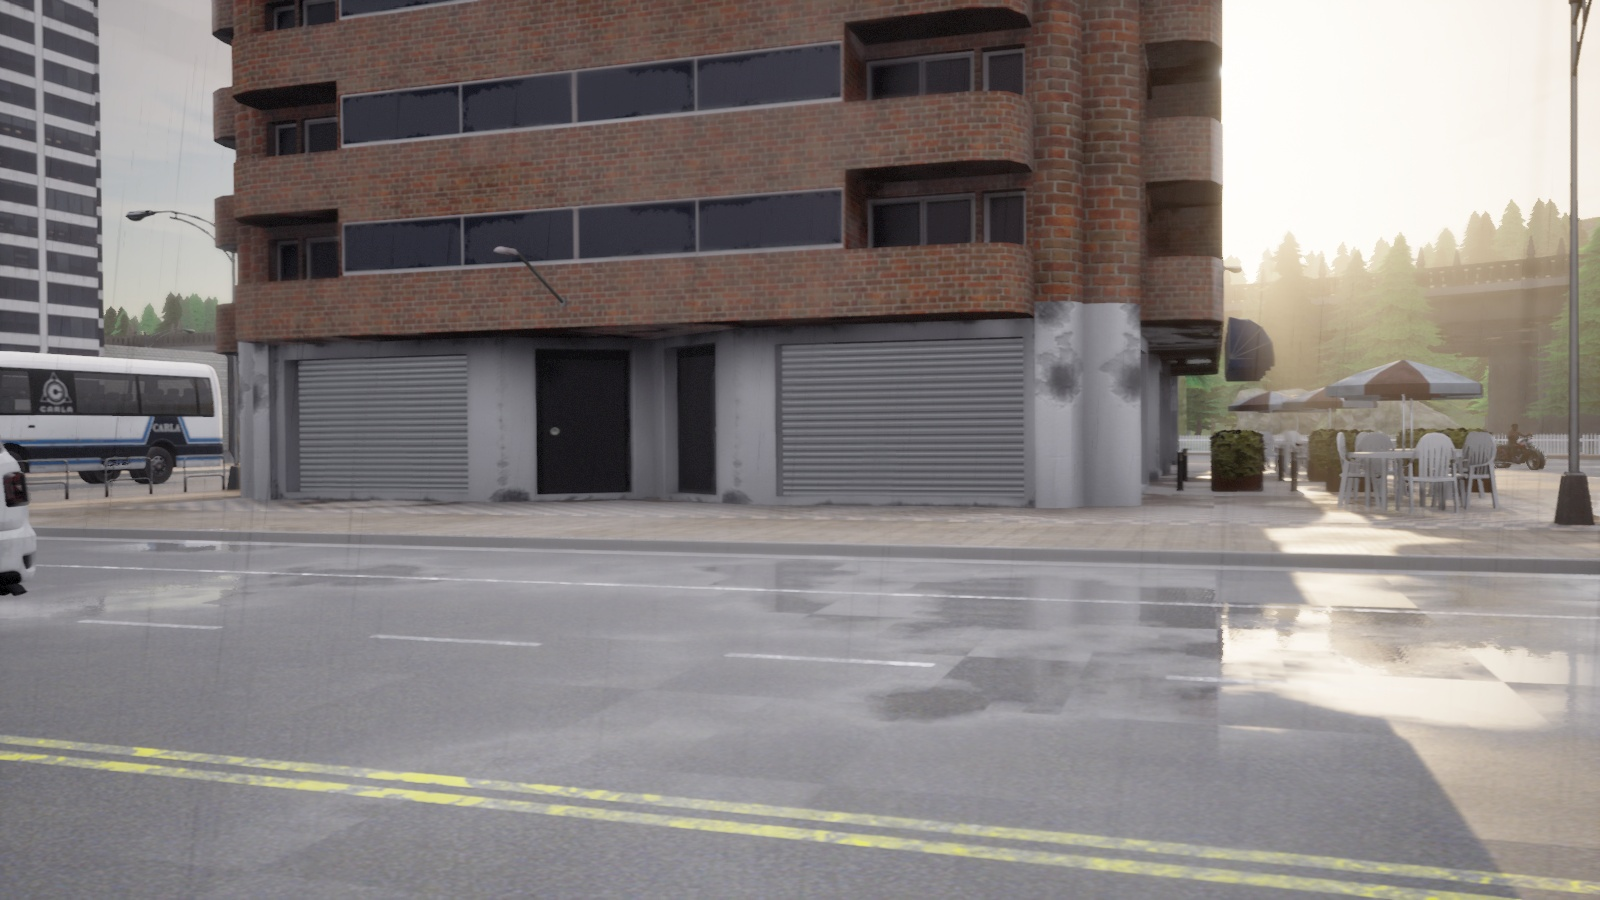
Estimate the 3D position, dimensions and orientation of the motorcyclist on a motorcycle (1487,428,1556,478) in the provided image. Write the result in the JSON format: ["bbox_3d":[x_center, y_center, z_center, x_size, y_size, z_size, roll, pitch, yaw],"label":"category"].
[{"bbox_3d":[24.776,0.076,43.183,0.766,1.649,2.350,-1,1,-8],"label":"motorcyclist on a motorcycle"}]

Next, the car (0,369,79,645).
[{"bbox_3d":[-8.701,0.417,9.809,5.566,2.045,2.150,0,1,19],"label":"car"}]

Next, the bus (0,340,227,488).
[{"bbox_3d":[-23.822,-1.100,40.254,3.944,4.253,10.273,0,1,18],"label":"bus"}]
